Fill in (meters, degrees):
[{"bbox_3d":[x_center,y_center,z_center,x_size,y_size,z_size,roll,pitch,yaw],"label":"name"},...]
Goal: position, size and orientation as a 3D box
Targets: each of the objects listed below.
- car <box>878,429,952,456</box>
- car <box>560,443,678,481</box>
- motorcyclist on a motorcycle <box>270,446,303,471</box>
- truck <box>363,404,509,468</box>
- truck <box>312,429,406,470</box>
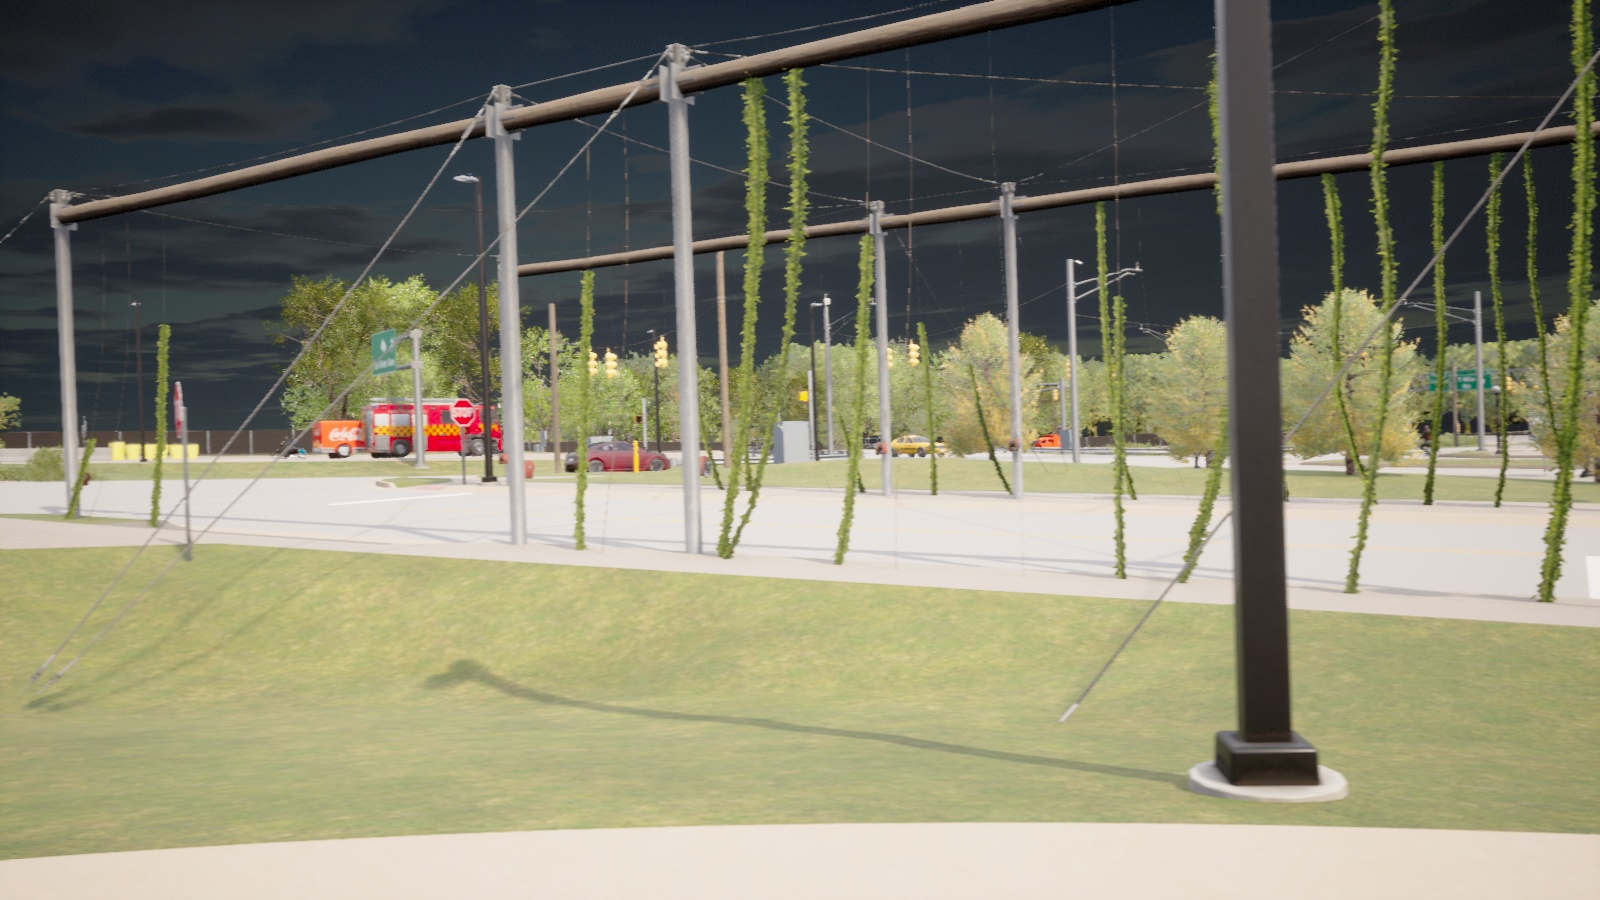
[{"bbox_3d":[7.520,-0.458,82.675,1.801,1.575,5.366,-2,0,-35],"label":"car"},{"bbox_3d":[-7.227,0.489,50.269,4.181,1.385,1.994,-2,0,-34],"label":"car"},{"bbox_3d":[-33.840,0.582,82.813,1.817,1.590,0.866,-2,0,-34],"label":"motorcyclist on a motorcycle"},{"bbox_3d":[-23.500,-0.928,81.311,8.468,3.827,2.891,-2,0,-34],"label":"truck"},{"bbox_3d":[-28.766,-0.051,81.995,5.204,2.467,2.627,-2,0,-34],"label":"truck"}]
